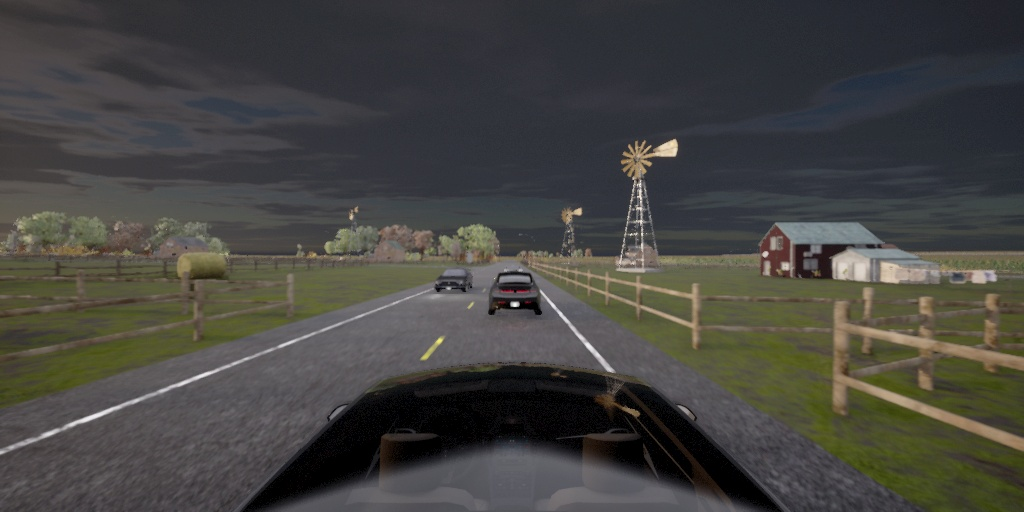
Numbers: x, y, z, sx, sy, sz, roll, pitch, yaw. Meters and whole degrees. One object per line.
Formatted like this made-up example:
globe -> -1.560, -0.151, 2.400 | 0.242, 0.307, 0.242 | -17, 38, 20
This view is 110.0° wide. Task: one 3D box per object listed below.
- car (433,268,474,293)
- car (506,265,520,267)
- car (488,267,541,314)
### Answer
car -> -3.532, 1.469, 22.842 | 2.033, 1.411, 5.357 | 0, 0, 1
car -> 0.090, 1.649, 38.508 | 1.895, 1.301, 4.718 | 0, 0, 0
car -> 0.098, 1.357, 14.259 | 1.837, 1.490, 4.892 | 0, 0, 0
